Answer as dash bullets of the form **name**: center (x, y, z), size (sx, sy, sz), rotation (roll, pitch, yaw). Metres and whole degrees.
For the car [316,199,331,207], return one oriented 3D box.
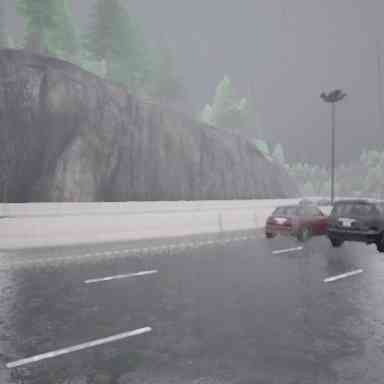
- **car**: center (26.326, 2.082, 66.391), size (1.837, 1.490, 4.892), rotation (0, 0, 34)

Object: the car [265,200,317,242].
- **car**: center (5.878, 1.494, 17.389), size (4.553, 1.767, 2.097), rotation (1, -1, -40)

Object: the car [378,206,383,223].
- **car**: center (17.433, 1.859, 27.993), size (4.181, 1.385, 1.994), rotation (1, 0, -45)

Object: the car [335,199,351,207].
- **car**: center (29.325, 2.133, 64.583), size (2.033, 1.411, 5.357), rotation (0, 0, 34)

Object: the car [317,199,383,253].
- **car**: center (8.066, 1.362, 14.656), size (5.566, 2.045, 2.150), rotation (1, 0, -40)
